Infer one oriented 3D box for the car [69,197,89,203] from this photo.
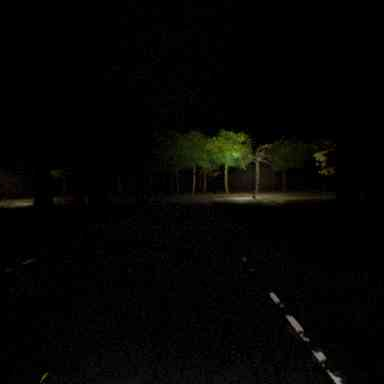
[{"bbox_3d":[-29.580,2.023,86.927,5.008,1.535,1.882,-1,3,0],"label":"car"}]
